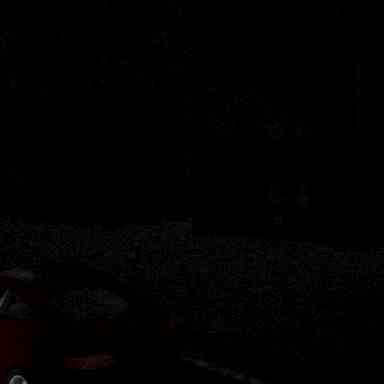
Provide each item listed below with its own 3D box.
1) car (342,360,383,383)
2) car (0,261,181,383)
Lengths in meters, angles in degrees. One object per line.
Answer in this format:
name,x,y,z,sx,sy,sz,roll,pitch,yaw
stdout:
car,2.492,1.427,1.183,4.097,1.590,1.967,-1,0,35
car,-2.069,1.620,4.433,4.206,1.307,1.802,-1,0,35
